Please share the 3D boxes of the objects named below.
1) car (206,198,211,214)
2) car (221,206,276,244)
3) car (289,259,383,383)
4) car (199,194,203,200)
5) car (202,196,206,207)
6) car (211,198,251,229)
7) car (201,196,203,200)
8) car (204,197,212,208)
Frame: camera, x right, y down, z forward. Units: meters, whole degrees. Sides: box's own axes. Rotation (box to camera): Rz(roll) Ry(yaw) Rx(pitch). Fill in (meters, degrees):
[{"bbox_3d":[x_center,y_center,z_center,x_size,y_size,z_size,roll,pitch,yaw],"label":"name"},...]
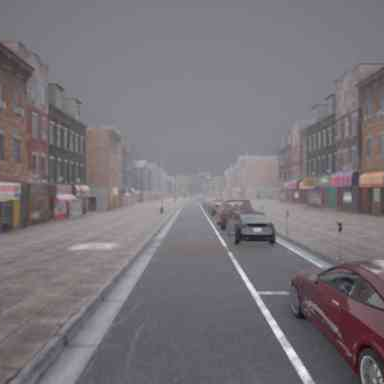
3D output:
[{"bbox_3d":[2.640,1.547,31.879,1.887,1.381,4.507,0,0,0],"label":"car"},{"bbox_3d":[2.638,1.556,15.477,1.947,1.339,4.313,0,0,0],"label":"car"},{"bbox_3d":[2.637,1.577,4.544,1.802,1.307,4.206,0,0,0],"label":"car"},{"bbox_3d":[2.642,1.490,53.746,1.967,1.590,4.097,0,0,0],"label":"car"},{"bbox_3d":[2.641,1.548,42.982,1.752,1.417,4.829,0,0,0],"label":"car"},{"bbox_3d":[2.638,1.306,20.944,2.192,1.841,5.009,0,0,0],"label":"car"},{"bbox_3d":[2.642,1.617,48.280,1.802,1.307,4.206,0,0,0],"label":"car"},{"bbox_3d":[2.641,1.577,37.345,1.947,1.339,4.313,0,0,0],"label":"car"}]
